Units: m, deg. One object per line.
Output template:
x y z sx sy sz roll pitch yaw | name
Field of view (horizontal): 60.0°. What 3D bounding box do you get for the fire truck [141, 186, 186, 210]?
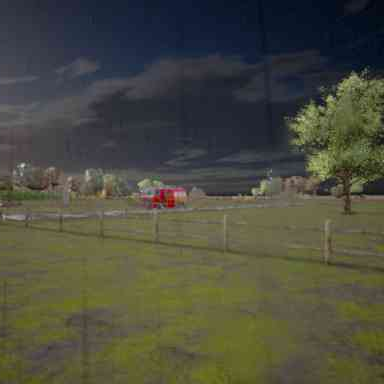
-4.489 0.937 54.842 2.891 3.827 8.468 -1 -2 36 | fire truck
